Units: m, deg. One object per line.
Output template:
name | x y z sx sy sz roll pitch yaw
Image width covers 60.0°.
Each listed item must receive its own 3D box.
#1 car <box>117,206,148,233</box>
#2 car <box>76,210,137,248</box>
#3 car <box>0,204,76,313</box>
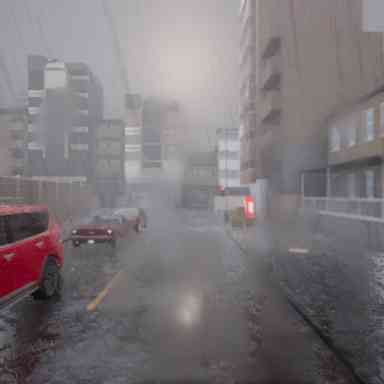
car | -4.002 1.654 21.257 1.882 1.535 5.008 0 0 0
car | -4.086 1.731 15.737 1.895 1.301 4.718 0 0 0
car | -4.100 1.271 5.685 2.150 2.045 5.566 0 -1 0
